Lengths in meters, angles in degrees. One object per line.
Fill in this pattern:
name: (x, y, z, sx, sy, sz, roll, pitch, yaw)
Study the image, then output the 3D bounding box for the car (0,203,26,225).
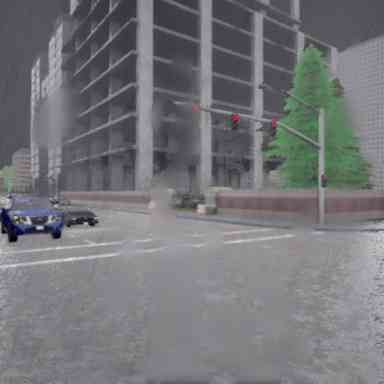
car: (-13.685, 1.549, 24.306, 1.994, 1.385, 4.181, 0, 0, -37)

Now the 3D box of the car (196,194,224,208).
car: (2.525, 1.287, 47.335, 1.905, 1.878, 3.866, 0, 0, -36)

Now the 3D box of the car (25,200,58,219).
car: (-13.889, 1.530, 30.596, 1.812, 1.442, 4.674, 0, 0, -36)

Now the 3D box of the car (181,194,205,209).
car: (0.132, 1.273, 45.624, 1.905, 1.878, 3.866, 0, 0, -36)

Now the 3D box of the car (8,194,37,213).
car: (-19.995, 1.232, 39.034, 2.150, 2.045, 5.566, 0, 0, -36)

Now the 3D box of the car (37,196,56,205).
car: (-26.387, 1.547, 60.114, 2.128, 1.511, 4.902, 0, 0, -36)

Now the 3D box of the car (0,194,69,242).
car: (-8.147, 1.202, 16.700, 2.150, 2.045, 5.566, 0, 0, -34)

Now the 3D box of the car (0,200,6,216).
car: (-19.376, 1.516, 32.198, 1.812, 1.442, 4.674, 0, 0, -36)

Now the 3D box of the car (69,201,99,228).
car: (-8.037, 1.547, 22.495, 2.033, 1.411, 5.357, 0, 0, -36)
